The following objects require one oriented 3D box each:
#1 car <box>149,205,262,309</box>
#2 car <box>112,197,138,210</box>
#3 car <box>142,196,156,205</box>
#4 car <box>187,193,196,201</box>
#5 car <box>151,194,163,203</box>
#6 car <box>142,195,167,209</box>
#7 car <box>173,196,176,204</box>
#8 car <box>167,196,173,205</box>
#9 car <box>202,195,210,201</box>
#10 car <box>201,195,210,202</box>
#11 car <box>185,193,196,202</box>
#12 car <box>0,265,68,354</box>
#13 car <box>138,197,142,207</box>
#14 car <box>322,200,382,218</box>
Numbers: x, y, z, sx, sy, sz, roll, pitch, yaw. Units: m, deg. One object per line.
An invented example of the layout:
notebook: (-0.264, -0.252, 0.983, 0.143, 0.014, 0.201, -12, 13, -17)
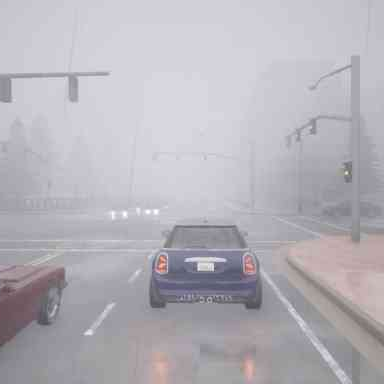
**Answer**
car: (0.303, 1.352, 8.045, 2.097, 1.767, 4.553, 0, 0, 2)
car: (-8.712, 1.601, 42.483, 1.895, 1.301, 4.718, 0, 0, 2)
car: (-7.948, 1.505, 61.874, 1.837, 1.490, 4.892, 0, 0, 3)
car: (-0.105, 1.223, 82.441, 2.150, 2.045, 5.566, 0, 0, 2)
car: (-7.502, 1.355, 72.030, 2.097, 1.767, 4.553, 0, 0, 2)
car: (-5.086, 1.491, 45.751, 2.128, 1.511, 4.902, 0, 0, 2)
car: (-4.284, 1.478, 65.409, 1.882, 1.535, 5.008, 0, 0, 3)
car: (-4.724, 1.478, 55.110, 1.882, 1.535, 5.008, 0, 0, 2)
car: (3.391, 1.475, 82.279, 1.882, 1.535, 5.008, 0, 0, 2)
car: (3.064, 1.549, 73.575, 1.994, 1.385, 4.181, 0, 0, 2)
car: (-0.471, 1.520, 72.710, 1.812, 1.442, 4.674, 0, 0, 2)
car: (-3.308, 1.601, 4.171, 1.895, 1.301, 4.718, 0, 0, 2)
car: (-8.356, 1.491, 51.788, 2.128, 1.511, 4.902, 0, 0, 2)
car: (14.110, 1.505, 29.472, 4.892, 1.490, 1.837, 0, 0, 4)
